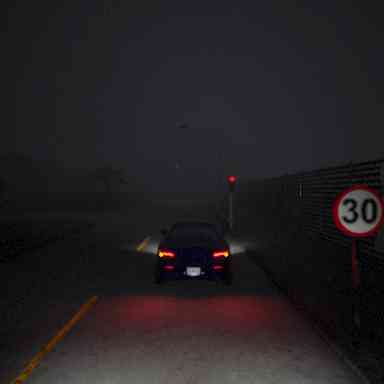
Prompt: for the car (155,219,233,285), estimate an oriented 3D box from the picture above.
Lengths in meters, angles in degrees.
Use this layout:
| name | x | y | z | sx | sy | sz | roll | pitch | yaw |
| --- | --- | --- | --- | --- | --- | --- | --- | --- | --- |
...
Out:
| name | x | y | z | sx | sy | sz | roll | pitch | yaw |
| --- | --- | --- | --- | --- | --- | --- | --- | --- | --- |
| car | 0.054 | 1.494 | 9.306 | 1.812 | 1.442 | 4.674 | 0 | 0 | 0 |
